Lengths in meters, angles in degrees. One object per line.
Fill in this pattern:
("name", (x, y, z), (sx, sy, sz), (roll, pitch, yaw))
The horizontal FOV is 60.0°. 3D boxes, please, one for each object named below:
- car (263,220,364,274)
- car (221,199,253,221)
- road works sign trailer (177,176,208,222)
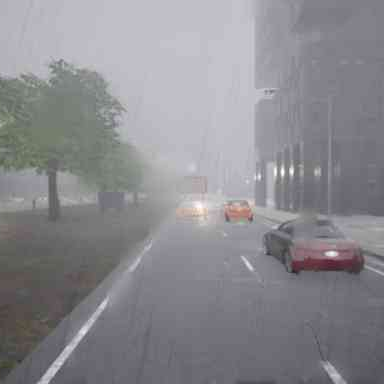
("car", (3.598, 1.565, 10.562), (1.994, 1.385, 4.181), (0, 0, 0))
("car", (3.594, 1.390, 27.227), (2.097, 1.767, 4.553), (0, 0, 0))
("road works sign trailer", (0.013, 0.499, 26.410), (2.380, 3.560, 2.880), (0, 0, 0))
